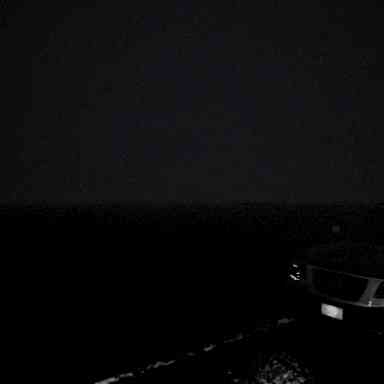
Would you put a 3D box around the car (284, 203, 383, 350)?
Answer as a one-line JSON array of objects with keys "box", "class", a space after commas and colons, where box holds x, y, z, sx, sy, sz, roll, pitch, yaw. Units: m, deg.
[{"box": [4.094, 1.221, 5.989, 5.566, 2.045, 2.150, 0, 0, -35], "class": "car"}]
